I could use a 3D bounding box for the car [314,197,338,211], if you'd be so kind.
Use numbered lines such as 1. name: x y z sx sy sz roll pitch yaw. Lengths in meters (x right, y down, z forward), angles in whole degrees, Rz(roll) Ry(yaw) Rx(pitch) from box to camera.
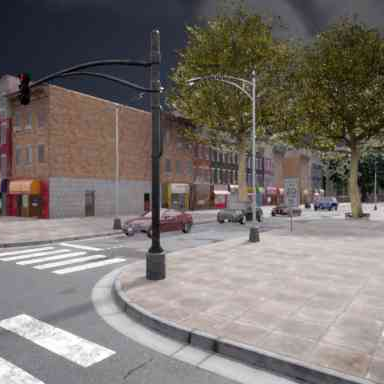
1. car: 18.802 1.663 46.498 2.150 2.045 5.566 0 -1 36

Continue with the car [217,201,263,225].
1. car: 3.812 1.511 25.972 2.097 1.767 4.553 0 -1 36

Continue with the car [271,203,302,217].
1. car: 9.688 1.803 34.052 1.994 1.385 4.181 0 -1 37

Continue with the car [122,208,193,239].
1. car: -1.718 1.617 18.336 1.812 1.442 4.674 0 -1 35
